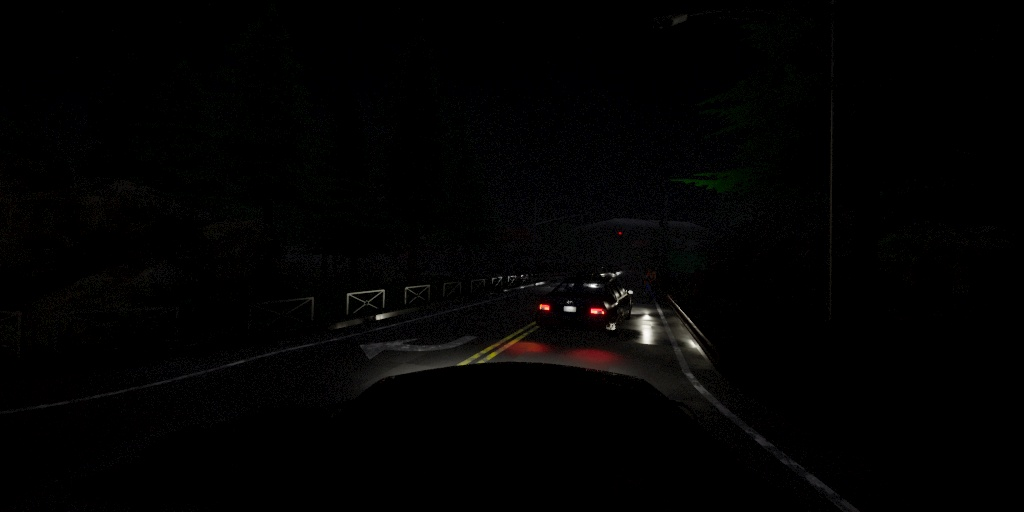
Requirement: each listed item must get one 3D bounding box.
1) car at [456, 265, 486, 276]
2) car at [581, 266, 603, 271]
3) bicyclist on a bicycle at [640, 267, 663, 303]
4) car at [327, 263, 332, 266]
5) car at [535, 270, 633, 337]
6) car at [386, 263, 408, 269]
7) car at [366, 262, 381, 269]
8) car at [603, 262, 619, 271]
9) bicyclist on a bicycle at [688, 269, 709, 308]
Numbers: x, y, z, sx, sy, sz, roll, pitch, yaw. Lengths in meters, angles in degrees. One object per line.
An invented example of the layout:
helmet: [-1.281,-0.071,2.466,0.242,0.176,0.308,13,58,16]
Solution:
car: [-5.370,1.770,44.739,4.181,1.385,1.994,1,-1,20]
car: [7.236,1.744,34.269,1.895,1.301,4.718,1,-1,19]
bicyclist on a bicycle: [6.430,1.346,16.490,1.656,1.620,0.582,1,-1,-31]
car: [-24.540,1.485,51.968,5.357,1.411,2.033,1,-1,23]
car: [2.304,1.280,10.283,2.033,1.411,5.357,1,-1,24]
car: [-14.769,1.637,48.137,4.181,1.385,1.994,1,-1,20]
car: [-22.670,1.563,55.133,5.357,1.411,2.033,1,-1,24]
car: [15.728,1.977,58.206,2.097,1.767,4.553,1,-1,20]
bicyclist on a bicycle: [7.874,1.358,15.107,1.656,1.620,0.582,1,-1,-34]
